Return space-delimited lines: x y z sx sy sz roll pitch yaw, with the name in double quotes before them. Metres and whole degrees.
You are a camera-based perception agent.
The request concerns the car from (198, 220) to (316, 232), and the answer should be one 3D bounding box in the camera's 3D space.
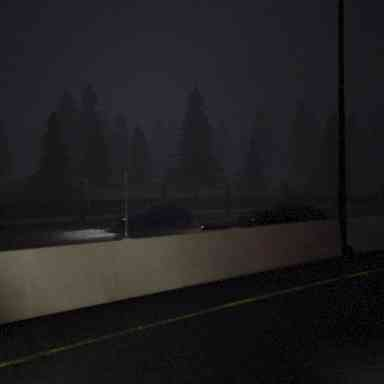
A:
"car" 2.621 1.446 13.599 4.718 1.301 1.895 -1 1 -29
